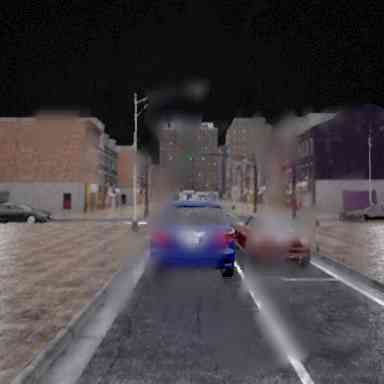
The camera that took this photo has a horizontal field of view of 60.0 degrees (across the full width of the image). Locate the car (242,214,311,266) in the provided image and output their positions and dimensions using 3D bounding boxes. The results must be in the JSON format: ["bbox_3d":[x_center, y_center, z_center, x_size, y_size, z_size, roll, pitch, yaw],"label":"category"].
[{"bbox_3d":[2.666,1.477,11.817,1.967,1.590,4.097,2,0,0],"label":"car"}]

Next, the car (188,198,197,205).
[{"bbox_3d":[0.021,1.997,69.247,1.812,1.442,4.674,0,-1,0],"label":"car"}]

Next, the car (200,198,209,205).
[{"bbox_3d":[2.675,2.022,71.357,1.752,1.417,4.829,1,-1,0],"label":"car"}]

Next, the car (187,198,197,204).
[{"bbox_3d":[0.022,2.117,79.231,2.128,1.511,4.902,0,-1,0],"label":"car"}]

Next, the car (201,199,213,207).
[{"bbox_3d":[2.671,1.939,60.312,1.947,1.339,4.313,1,-1,0],"label":"car"}]

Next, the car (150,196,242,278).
[{"bbox_3d":[0.015,1.253,10.408,2.150,2.045,5.566,0,0,0],"label":"car"}]

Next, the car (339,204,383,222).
[{"bbox_3d":[14.722,1.660,26.608,5.357,1.411,2.033,0,-2,3],"label":"car"}]

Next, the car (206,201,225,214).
[{"bbox_3d":[2.667,1.742,38.563,1.947,1.339,4.313,1,0,0],"label":"car"}]

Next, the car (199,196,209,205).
[{"bbox_3d":[2.680,1.874,76.627,2.192,1.841,5.009,1,-1,0],"label":"car"}]

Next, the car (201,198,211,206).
[{"bbox_3d":[2.673,1.960,65.919,1.752,1.417,4.829,1,-1,0],"label":"car"}]

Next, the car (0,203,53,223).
[{"bbox_3d":[-12.514,1.568,23.879,4.892,1.490,1.837,0,-2,1],"label":"car"}]

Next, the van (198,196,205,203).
[{"bbox_3d":[2.683,2.115,92.940,1.690,1.788,3.998,1,-1,0],"label":"van"}]

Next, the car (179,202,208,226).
[{"bbox_3d":[0.098,1.504,23.833,1.882,1.535,5.008,0,-1,0],"label":"car"}]

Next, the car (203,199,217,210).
[{"bbox_3d":[2.670,1.792,49.606,1.752,1.417,4.829,1,-1,0],"label":"car"}]
